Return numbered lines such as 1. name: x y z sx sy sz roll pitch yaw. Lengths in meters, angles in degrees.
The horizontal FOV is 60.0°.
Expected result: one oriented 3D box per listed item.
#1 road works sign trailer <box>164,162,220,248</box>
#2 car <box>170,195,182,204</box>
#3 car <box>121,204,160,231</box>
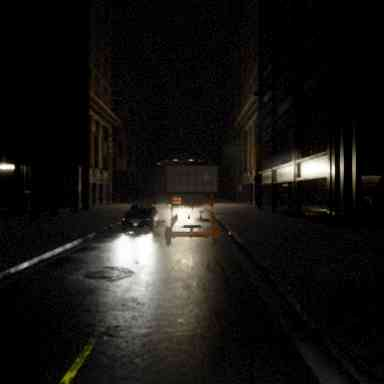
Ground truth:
1. road works sign trailer: 0.007 0.480 14.854 2.380 3.560 2.880 0 0 0
2. car: -3.001 1.443 63.697 2.097 1.767 4.553 0 0 1
3. car: -3.090 1.514 20.664 2.128 1.511 4.902 0 0 0
